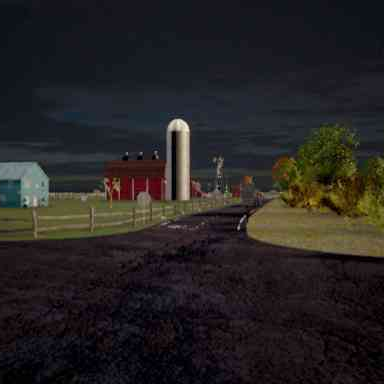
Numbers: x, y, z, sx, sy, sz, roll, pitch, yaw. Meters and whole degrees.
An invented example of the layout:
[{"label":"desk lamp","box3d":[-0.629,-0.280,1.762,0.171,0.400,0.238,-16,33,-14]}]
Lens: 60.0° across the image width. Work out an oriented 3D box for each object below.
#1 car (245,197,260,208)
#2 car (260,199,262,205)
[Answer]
[{"label":"car","box3d":[9.920,1.793,55.728,1.837,1.490,4.892,0,0,15]},{"label":"car","box3d":[12.636,1.706,65.761,2.097,1.767,4.553,0,0,15]}]
